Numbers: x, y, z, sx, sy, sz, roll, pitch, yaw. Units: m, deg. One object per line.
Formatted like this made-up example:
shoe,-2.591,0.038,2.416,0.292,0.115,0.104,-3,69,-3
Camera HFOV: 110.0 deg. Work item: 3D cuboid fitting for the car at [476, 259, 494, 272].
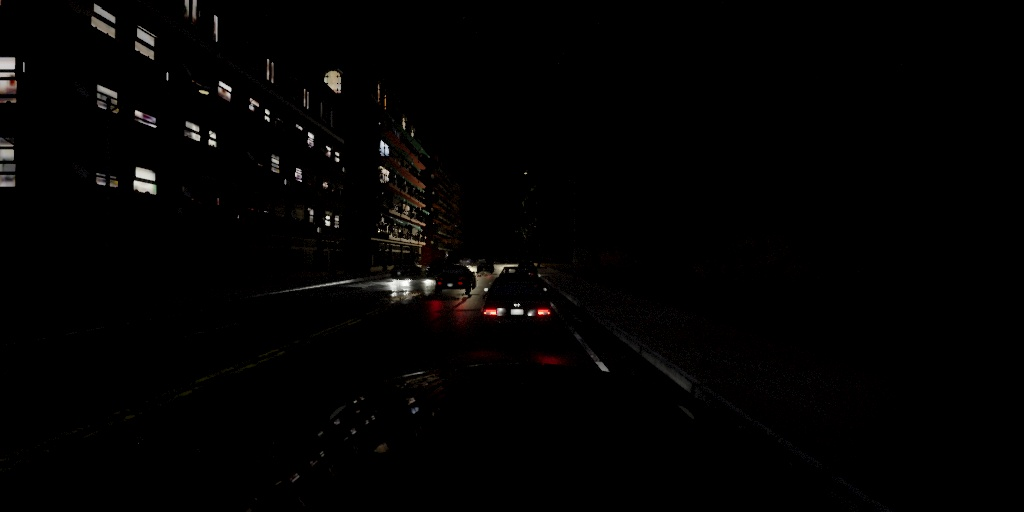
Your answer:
car,-3.111,1.244,42.353,2.128,1.511,4.902,0,0,0

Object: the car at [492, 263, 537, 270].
car,0.118,1.300,20.886,2.033,1.411,5.357,0,0,0

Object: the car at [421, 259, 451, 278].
car,-6.571,1.105,33.217,2.097,1.767,4.553,0,0,0

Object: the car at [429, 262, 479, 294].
car,-3.139,1.278,20.443,1.812,1.442,4.674,0,0,0

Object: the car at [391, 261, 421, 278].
car,-9.820,1.245,33.609,2.128,1.511,4.902,0,0,0

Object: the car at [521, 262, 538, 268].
car,1.165,1.259,30.653,1.837,1.490,4.892,0,0,0

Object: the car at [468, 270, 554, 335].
car,0.110,1.299,10.525,2.033,1.411,5.357,0,0,0
